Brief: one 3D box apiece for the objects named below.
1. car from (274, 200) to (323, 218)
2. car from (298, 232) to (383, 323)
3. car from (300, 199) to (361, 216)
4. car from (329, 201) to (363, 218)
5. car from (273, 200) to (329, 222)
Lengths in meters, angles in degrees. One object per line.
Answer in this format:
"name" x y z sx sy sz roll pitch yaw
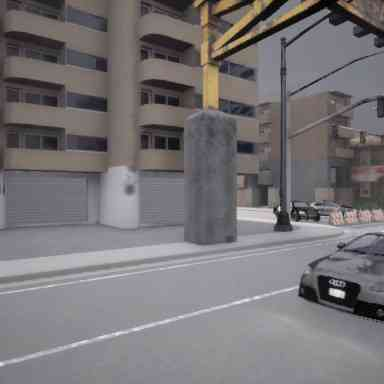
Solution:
"car" 8.306 1.295 26.444 1.853 1.218 4.536 0 0 -10
"car" 4.134 1.564 6.889 4.181 1.385 1.994 0 0 -35
"car" 11.856 1.295 28.558 4.536 1.218 1.853 0 0 35
"car" 11.899 1.453 28.529 4.974 1.542 2.038 0 0 35
"car" 8.316 1.453 26.393 2.038 1.542 4.974 0 0 -10
